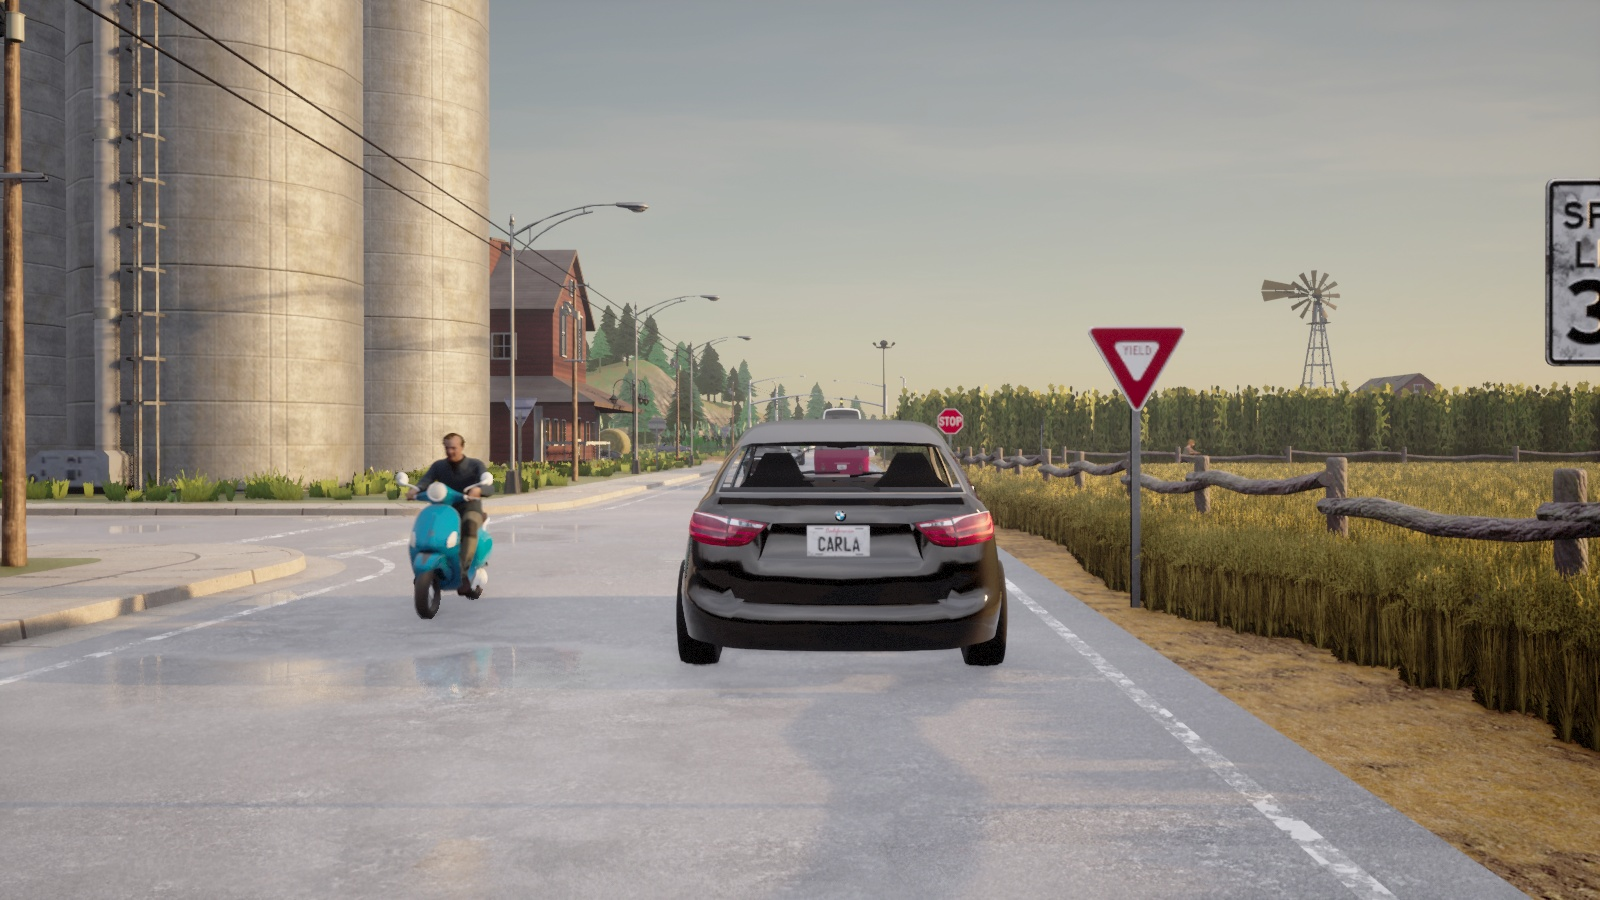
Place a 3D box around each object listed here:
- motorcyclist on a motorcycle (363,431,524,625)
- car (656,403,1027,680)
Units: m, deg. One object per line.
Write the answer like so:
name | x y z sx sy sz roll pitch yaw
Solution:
motorcyclist on a motorcycle | -3.129 0.634 11.231 0.866 1.590 1.817 0 0 2
car | 0.328 0.535 9.897 2.242 1.667 4.611 0 0 2
